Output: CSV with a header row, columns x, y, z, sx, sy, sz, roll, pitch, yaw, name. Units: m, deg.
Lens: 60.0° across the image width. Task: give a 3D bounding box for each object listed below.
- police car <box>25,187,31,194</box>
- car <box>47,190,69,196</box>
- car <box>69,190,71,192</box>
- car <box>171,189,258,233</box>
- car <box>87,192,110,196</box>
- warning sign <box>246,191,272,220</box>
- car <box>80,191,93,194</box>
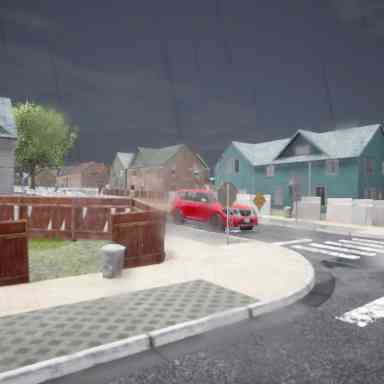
x,y,z,sx,sy,sz,roll,pitch,yaw,name
-39.738,-0.467,81.613,1.930,1.638,5.238,1,1,-35,police car
-19.245,0.469,46.399,2.033,1.411,5.357,1,1,-35,car
-19.906,0.381,52.071,1.812,1.442,4.674,1,1,-35,car
0.995,0.910,17.780,2.150,2.045,5.566,1,1,-35,car
-7.513,0.965,29.734,1.895,1.301,4.718,1,1,-35,car
4.465,0.855,22.130,1.300,1.860,1.060,0,0,-35,warning sign
-13.814,0.560,43.582,1.882,1.535,5.008,1,1,-35,car
